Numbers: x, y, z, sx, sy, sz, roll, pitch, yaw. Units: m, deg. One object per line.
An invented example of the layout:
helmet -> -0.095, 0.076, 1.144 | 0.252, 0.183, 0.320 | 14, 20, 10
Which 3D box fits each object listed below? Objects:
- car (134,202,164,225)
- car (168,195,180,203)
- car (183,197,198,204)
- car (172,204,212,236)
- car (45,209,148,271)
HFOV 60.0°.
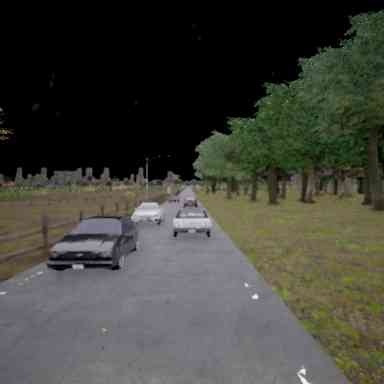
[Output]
car -> -2.967, 1.455, 23.283 | 1.812, 1.442, 4.674 | 0, 0, 0
car -> -3.170, 1.275, 60.108 | 1.994, 1.385, 4.181 | 0, 0, 0
car -> -0.186, 1.345, 44.982 | 1.812, 1.442, 4.674 | 0, 0, 0
car -> -0.008, 1.543, 17.833 | 1.895, 1.301, 4.718 | 0, 0, 0
car -> -2.911, 1.516, 11.121 | 2.033, 1.411, 5.357 | 0, 0, 0
